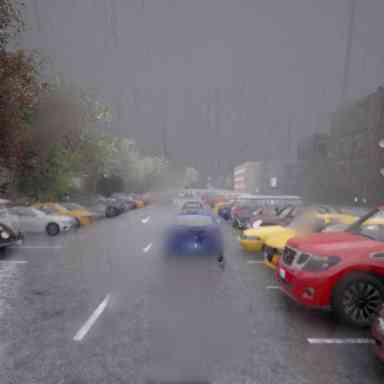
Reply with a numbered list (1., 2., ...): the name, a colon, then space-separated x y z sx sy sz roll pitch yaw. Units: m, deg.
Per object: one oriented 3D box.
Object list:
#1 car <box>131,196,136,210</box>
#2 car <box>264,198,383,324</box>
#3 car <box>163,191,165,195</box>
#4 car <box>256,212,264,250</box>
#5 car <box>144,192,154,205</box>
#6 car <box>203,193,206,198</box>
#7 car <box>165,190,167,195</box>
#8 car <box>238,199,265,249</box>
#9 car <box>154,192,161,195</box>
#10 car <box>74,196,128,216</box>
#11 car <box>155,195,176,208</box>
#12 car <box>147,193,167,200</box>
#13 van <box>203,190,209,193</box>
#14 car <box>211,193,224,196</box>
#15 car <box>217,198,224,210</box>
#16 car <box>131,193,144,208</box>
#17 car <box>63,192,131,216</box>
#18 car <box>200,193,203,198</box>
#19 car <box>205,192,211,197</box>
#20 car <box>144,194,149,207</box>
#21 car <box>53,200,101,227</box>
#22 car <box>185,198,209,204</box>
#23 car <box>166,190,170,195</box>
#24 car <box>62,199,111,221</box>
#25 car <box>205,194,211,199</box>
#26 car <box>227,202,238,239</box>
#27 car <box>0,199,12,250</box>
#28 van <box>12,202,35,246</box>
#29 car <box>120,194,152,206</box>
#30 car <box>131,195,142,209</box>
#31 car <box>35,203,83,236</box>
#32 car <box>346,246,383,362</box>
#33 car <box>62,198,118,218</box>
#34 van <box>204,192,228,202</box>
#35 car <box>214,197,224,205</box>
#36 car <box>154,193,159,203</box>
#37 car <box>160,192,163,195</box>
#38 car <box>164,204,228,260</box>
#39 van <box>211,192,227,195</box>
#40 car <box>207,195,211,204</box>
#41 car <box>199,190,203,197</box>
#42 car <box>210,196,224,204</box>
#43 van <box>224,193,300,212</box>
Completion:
1. car: -8.539 1.420 34.267 4.674 1.452 2.002 0 0 0
2. car: 4.513 1.219 6.455 5.566 2.045 2.435 0 0 0
3. car: -8.562 0.983 64.775 5.566 2.045 2.435 0 0 0
4. car: 4.547 1.462 9.239 5.008 1.535 2.097 0 0 0
5. car: -8.507 1.081 45.406 5.566 2.045 2.435 0 0 0
6. car: 4.539 1.308 50.990 4.892 1.521 2.231 0 0 0
7. car: -8.564 1.049 75.915 4.553 1.767 2.185 0 0 0
8. car: 4.573 1.321 14.680 4.553 1.767 2.185 0 0 0
9. car: -8.540 1.264 59.332 5.008 1.535 2.097 0 0 0
10. car: -8.505 1.265 31.481 4.553 1.767 2.185 0 0 0
11. car: -3.587 1.452 45.826 1.895 1.301 4.718 0 0 0
12. car: -8.501 1.019 81.611 4.553 1.767 2.185 0 0 0
13. van: 4.662 1.038 59.338 4.442 1.987 1.878 0 0 0
14. car: 4.575 1.255 34.289 4.553 1.767 2.185 0 0 0
15. car: 4.537 1.420 23.156 5.008 1.535 2.097 0 0 0
16. car: -8.504 1.232 39.835 4.553 1.767 2.185 0 0 0
17. car: -8.508 1.150 28.697 5.566 2.045 2.435 0 0 0
18. car: 4.360 1.290 53.773 5.366 1.575 1.946 0 0 0
19. car: 4.576 1.195 48.205 4.553 1.767 2.185 0 0 0
20. car: -8.540 1.345 42.621 5.008 1.535 2.097 0 0 0
21. car: -8.543 1.429 20.342 5.008 1.535 2.097 0 0 0
22. car: 0.071 1.476 26.745 2.033 1.411 5.357 0 0 0
23. car: -8.561 0.908 78.824 5.566 2.045 2.435 0 0 0
24. car: -8.544 1.421 23.127 4.892 1.521 2.231 0 0 0
25. car: 4.542 1.373 45.423 4.674 1.452 2.002 0 0 0
26. car: 4.536 1.439 17.589 4.892 1.521 2.231 0 0 0
27. car: -8.510 1.210 9.201 5.566 2.045 2.435 0 0 0
28. van: -8.422 1.228 11.987 4.442 1.987 1.878 0 0 0
29. car: -8.566 1.181 50.976 4.553 1.767 2.185 0 0 0
30. car: -8.531 1.369 37.051 5.008 1.535 2.097 0 0 0
31. car: -8.540 1.478 17.557 4.674 1.452 2.002 0 0 0
32. car: 4.544 1.518 3.673 4.674 1.452 2.002 0 0 0
33. car: -8.565 1.440 25.910 4.792 1.488 2.163 0 0 0
34. van: 4.662 1.009 64.780 4.442 1.987 1.878 0 0 0
35. car: 4.541 1.442 28.723 4.674 1.452 2.002 0 0 0
36. car: -8.505 1.308 56.546 4.792 1.488 2.163 0 0 0
37. car: -8.719 1.246 61.992 5.366 1.575 1.946 0 0 0
38. car: 0.071 1.451 12.330 1.882 1.535 5.008 0 0 0
39. van: 4.661 1.144 37.009 4.442 1.987 1.878 0 0 0
40. car: 4.573 1.388 39.856 4.792 1.488 2.163 0 0 0
41. car: 4.574 0.998 62.121 5.566 2.045 2.435 0 0 0
42. car: 4.729 1.388 31.506 5.366 1.575 1.946 0 0 0
43. van: 4.426 1.204 20.372 4.442 1.987 1.878 0 0 0
